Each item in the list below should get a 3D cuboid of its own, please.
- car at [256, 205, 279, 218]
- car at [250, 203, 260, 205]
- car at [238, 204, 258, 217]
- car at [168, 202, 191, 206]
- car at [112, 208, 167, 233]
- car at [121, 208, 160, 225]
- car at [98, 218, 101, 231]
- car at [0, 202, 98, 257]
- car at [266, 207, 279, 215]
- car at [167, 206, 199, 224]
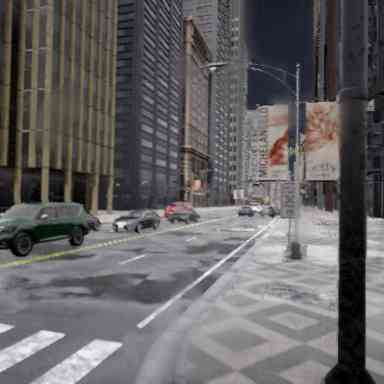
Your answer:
[{"bbox_3d":[11.473,3.076,50.327,2.033,1.411,5.357,1,-2,18],"label":"car"},{"bbox_3d":[11.824,3.059,62.182,2.150,2.045,5.566,1,-2,18],"label":"car"},{"bbox_3d":[8.306,3.033,51.067,2.033,1.411,5.357,1,-2,18],"label":"car"},{"bbox_3d":[-1.594,2.278,41.814,2.150,2.045,5.566,1,-2,19],"label":"car"},{"bbox_3d":[-3.885,2.048,23.933,2.128,1.511,4.902,1,-1,18],"label":"car"},{"bbox_3d":[-4.798,2.265,31.805,1.812,1.442,4.674,1,-2,18],"label":"car"},{"bbox_3d":[-7.869,1.997,22.118,1.994,1.385,4.181,1,-2,17],"label":"car"},{"bbox_3d":[-6.820,1.486,14.642,2.150,2.045,5.566,1,-2,18],"label":"car"},{"bbox_3d":[14.856,3.431,60.999,1.994,1.385,4.181,1,-2,17],"label":"car"},{"bbox_3d":[-0.715,2.420,33.926,2.033,1.411,5.357,1,-2,17],"label":"car"}]
